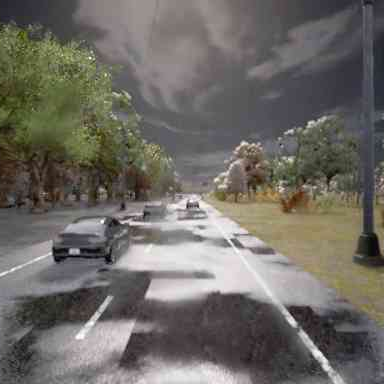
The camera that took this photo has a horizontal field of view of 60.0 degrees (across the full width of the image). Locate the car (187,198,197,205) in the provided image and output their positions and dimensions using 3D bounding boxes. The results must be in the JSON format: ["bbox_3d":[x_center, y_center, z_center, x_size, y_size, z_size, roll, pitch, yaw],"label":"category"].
[{"bbox_3d":[0.009,1.809,64.640,1.895,1.301,4.718,0,0,0],"label":"car"}]

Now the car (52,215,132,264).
[{"bbox_3d":[-3.399,1.563,11.926,1.812,1.442,4.674,0,0,0],"label":"car"}]

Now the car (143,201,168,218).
[{"bbox_3d":[-3.340,1.589,30.898,2.128,1.511,4.902,0,0,1],"label":"car"}]

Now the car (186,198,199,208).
[{"bbox_3d":[0.105,1.724,50.387,1.994,1.385,4.181,0,0,0],"label":"car"}]
